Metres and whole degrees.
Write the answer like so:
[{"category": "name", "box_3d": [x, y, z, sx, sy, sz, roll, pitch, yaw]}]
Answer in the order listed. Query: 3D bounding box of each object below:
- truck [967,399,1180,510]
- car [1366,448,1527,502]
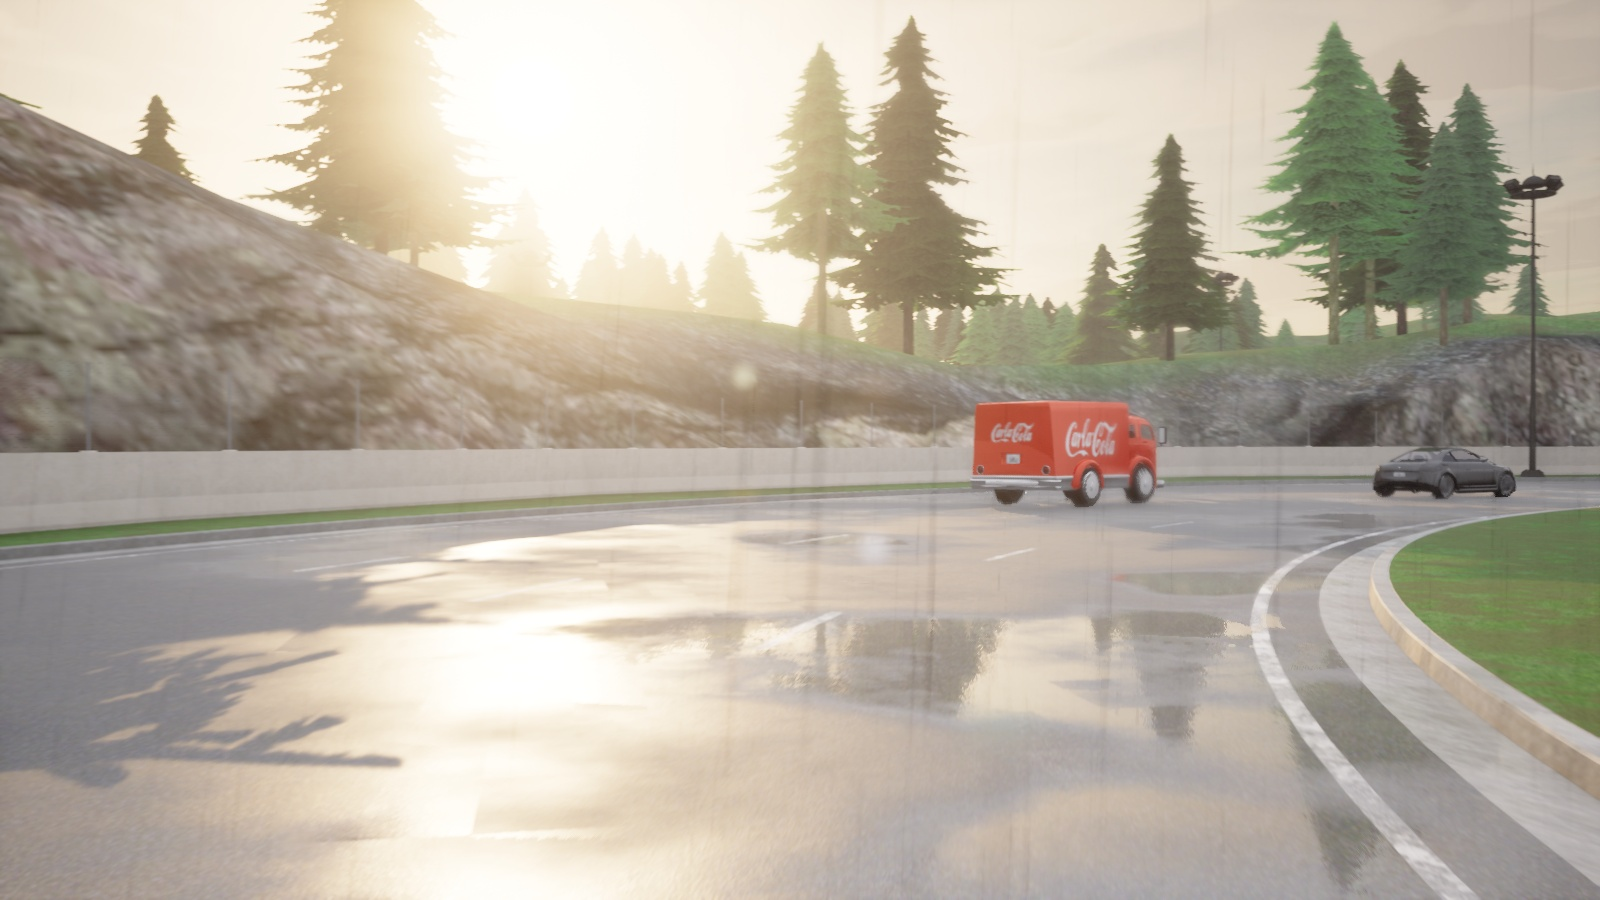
[{"category": "truck", "box_3d": [6.737, 0.099, 30.606, 5.204, 2.467, 2.627, 0, 0, -44]}, {"category": "car", "box_3d": [17.735, 0.649, 34.432, 4.181, 1.385, 1.994, 0, 0, -30]}]
